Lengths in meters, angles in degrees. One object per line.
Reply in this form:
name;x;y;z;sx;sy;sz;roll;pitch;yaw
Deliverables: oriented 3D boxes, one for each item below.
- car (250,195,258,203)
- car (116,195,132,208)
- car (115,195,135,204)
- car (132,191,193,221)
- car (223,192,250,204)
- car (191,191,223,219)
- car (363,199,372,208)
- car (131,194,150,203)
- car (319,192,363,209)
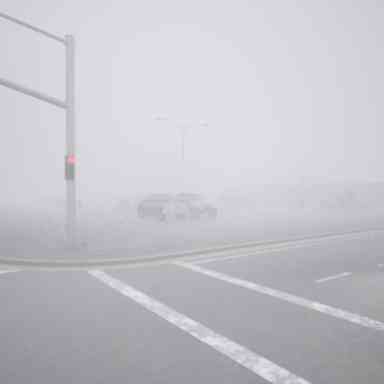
car;8.577;1.075;52.828;1.784;1.438;3.905;-1;0;-35
car;-7.624;1.256;41.457;1.970;1.475;3.806;-1;0;-35
car;-11.558;1.209;57.137;1.970;1.475;3.806;-1;0;-35
car;-2.229;1.060;23.980;1.932;1.855;4.605;-1;0;-35
car;6.166;0.887;51.219;1.932;1.855;4.605;-1;0;-35
car;0.174;1.041;25.594;1.905;1.878;3.866;-1;0;-35
car;18.609;1.111;38.529;1.970;1.475;3.806;-1;0;-35
car;-9.185;1.156;58.797;1.784;1.438;3.905;-1;0;-35
car;16.229;0.893;36.876;1.905;1.878;3.866;-1;0;-35
